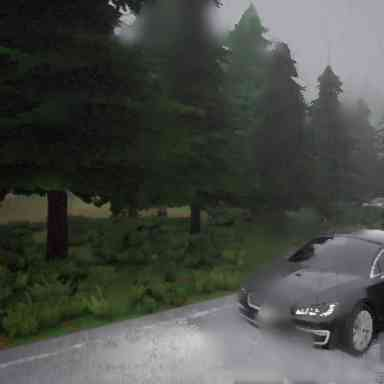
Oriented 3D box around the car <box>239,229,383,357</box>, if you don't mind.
[{"bbox_3d":[3.013,1.502,6.123,4.892,1.490,1.837,0,0,-35],"label":"car"}]
